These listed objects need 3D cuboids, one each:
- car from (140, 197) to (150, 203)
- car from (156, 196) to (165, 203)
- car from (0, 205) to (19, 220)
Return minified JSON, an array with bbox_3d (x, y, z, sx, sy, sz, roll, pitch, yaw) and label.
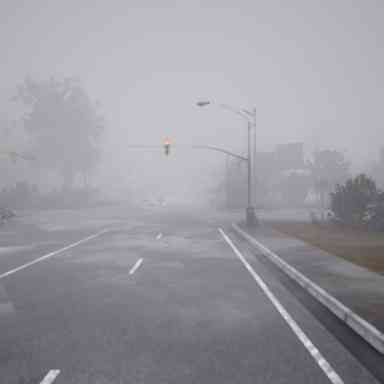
[{"bbox_3d":[-10.671,1.798,76.317,2.033,1.411,5.357,0,0,-1],"label":"car"},{"bbox_3d":[-7.177,1.759,76.557,1.837,1.490,4.892,0,0,-1],"label":"car"},{"bbox_3d":[-17.676,1.643,28.737,4.902,1.511,2.128,1,0,-3],"label":"car"}]
